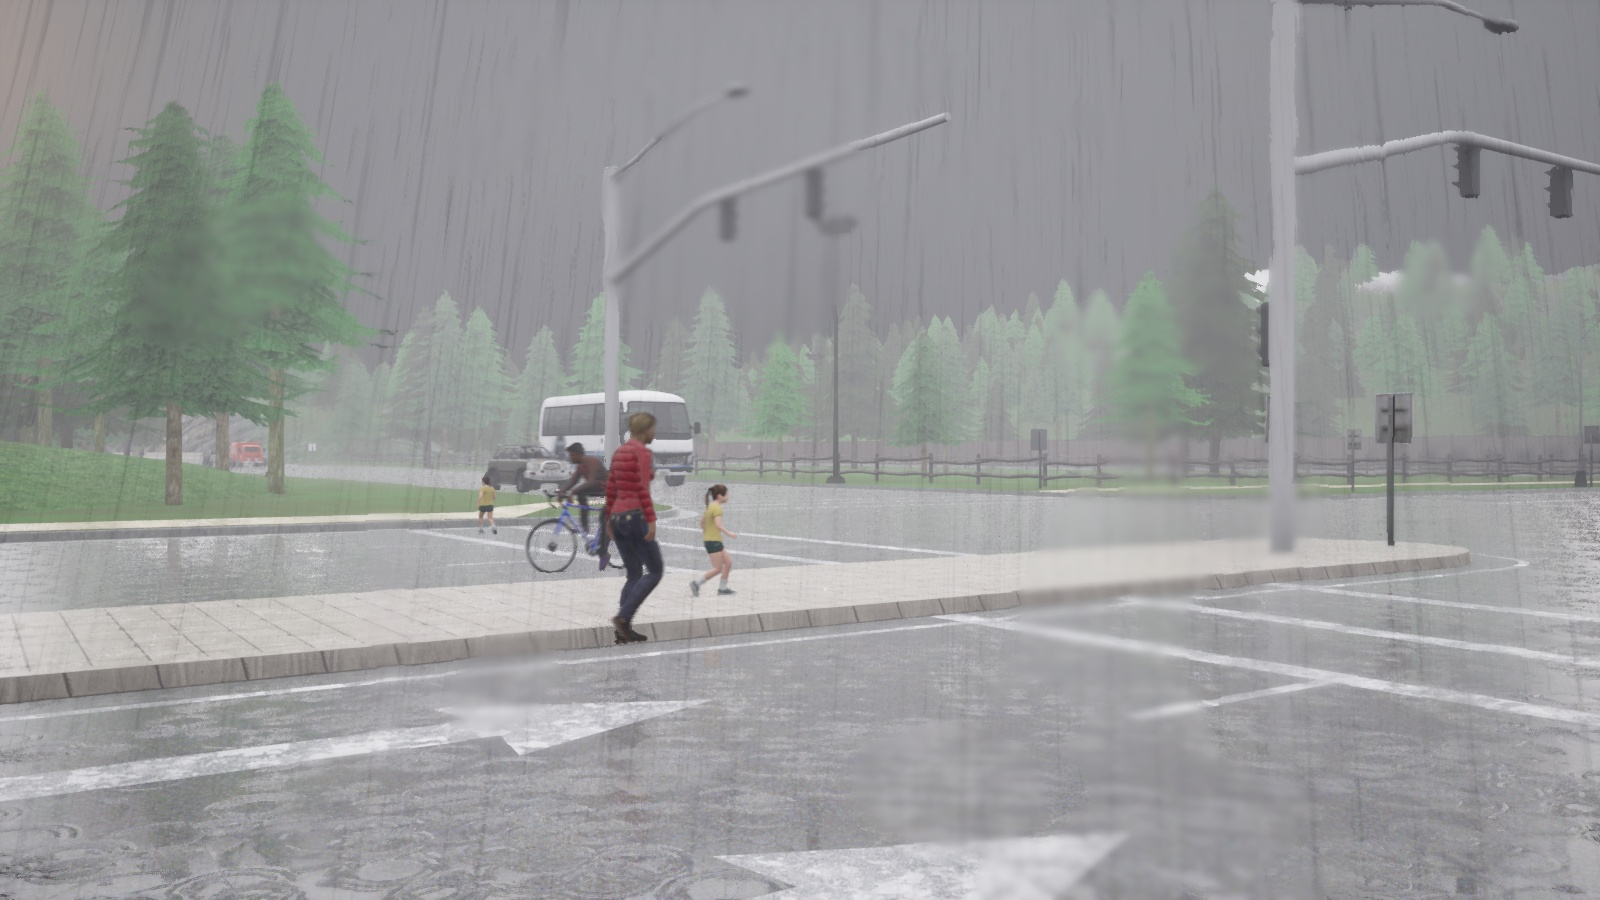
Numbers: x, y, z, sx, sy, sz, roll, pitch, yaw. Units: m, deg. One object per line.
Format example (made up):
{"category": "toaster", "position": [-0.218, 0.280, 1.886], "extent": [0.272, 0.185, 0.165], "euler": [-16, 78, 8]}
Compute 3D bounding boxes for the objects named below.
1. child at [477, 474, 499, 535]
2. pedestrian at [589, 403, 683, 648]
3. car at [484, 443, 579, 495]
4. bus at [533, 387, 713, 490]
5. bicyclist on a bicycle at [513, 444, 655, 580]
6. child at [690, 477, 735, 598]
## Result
{"category": "child", "position": [-5.707, 0.992, 22.954], "extent": [0.255, 1.110, 0.394], "euler": [0, 0, -38]}
{"category": "pedestrian", "position": [-1.272, 0.568, 9.750], "extent": [0.636, 1.846, 0.331], "euler": [0, 0, -34]}
{"category": "car", "position": [-10.242, 0.700, 47.601], "extent": [1.932, 1.855, 4.605], "euler": [0, 0, -34]}
{"category": "bus", "position": [-8.267, -0.474, 57.110], "extent": [3.944, 4.253, 10.273], "euler": [0, 0, -34]}
{"category": "bicyclist on a bicycle", "position": [-2.701, 0.742, 15.782], "extent": [1.656, 1.620, 0.582], "euler": [0, 0, -35]}
{"category": "child", "position": [-0.819, 0.807, 11.748], "extent": [0.394, 1.110, 0.255], "euler": [0, 0, -11]}
